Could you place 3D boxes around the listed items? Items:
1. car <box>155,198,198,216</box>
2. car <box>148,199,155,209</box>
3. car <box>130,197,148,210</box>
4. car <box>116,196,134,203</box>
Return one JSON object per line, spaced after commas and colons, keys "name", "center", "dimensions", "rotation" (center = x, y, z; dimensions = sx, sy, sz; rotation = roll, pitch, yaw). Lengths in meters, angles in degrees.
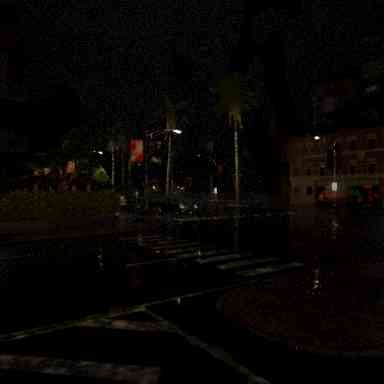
{"name": "car", "center": [-1.370, 1.351, 32.753], "dimensions": [2.097, 1.767, 4.553], "rotation": [0, 0, -34]}
{"name": "car", "center": [-4.470, 1.599, 43.310], "dimensions": [1.895, 1.301, 4.718], "rotation": [0, 0, -35]}
{"name": "car", "center": [-7.813, 1.524, 41.976], "dimensions": [1.812, 1.442, 4.674], "rotation": [0, 0, -35]}
{"name": "car", "center": [-13.876, 1.520, 68.680], "dimensions": [1.812, 1.442, 4.674], "rotation": [0, 0, -39]}
